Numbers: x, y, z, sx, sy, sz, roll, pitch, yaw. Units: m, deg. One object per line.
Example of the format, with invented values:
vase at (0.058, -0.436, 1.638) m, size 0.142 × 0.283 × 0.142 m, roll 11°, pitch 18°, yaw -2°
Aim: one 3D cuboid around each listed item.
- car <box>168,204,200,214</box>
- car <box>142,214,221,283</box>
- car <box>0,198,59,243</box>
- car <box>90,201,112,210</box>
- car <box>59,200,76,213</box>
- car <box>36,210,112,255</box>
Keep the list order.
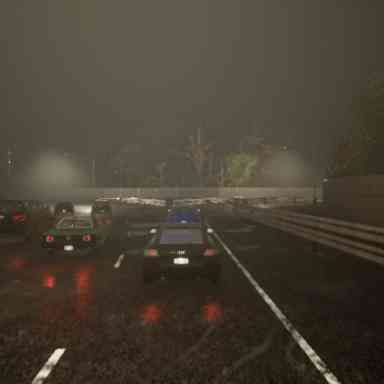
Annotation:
car at (-0.490, 1.515, 20.781) m, size 1.882 × 1.535 × 5.008 m, roll 0°, pitch 0°, yaw -1°
car at (-0.297, 1.582, 9.762) m, size 1.994 × 1.385 × 4.181 m, roll 0°, pitch 0°, yaw -1°
car at (-8.452, 1.284, 16.305) m, size 2.150 × 2.045 × 5.566 m, roll 0°, pitch 0°, yaw -9°
car at (-8.940, 1.583, 32.798) m, size 2.128 × 1.511 × 4.902 m, roll 0°, pitch 0°, yaw -18°
car at (-13.266, 1.616, 34.725) m, size 1.837 × 1.490 × 4.892 m, roll 0°, pitch 0°, yaw -19°
car at (-4.535, 1.642, 13.638) m, size 1.895 × 1.301 × 4.718 m, roll 0°, pitch 0°, yaw -8°
